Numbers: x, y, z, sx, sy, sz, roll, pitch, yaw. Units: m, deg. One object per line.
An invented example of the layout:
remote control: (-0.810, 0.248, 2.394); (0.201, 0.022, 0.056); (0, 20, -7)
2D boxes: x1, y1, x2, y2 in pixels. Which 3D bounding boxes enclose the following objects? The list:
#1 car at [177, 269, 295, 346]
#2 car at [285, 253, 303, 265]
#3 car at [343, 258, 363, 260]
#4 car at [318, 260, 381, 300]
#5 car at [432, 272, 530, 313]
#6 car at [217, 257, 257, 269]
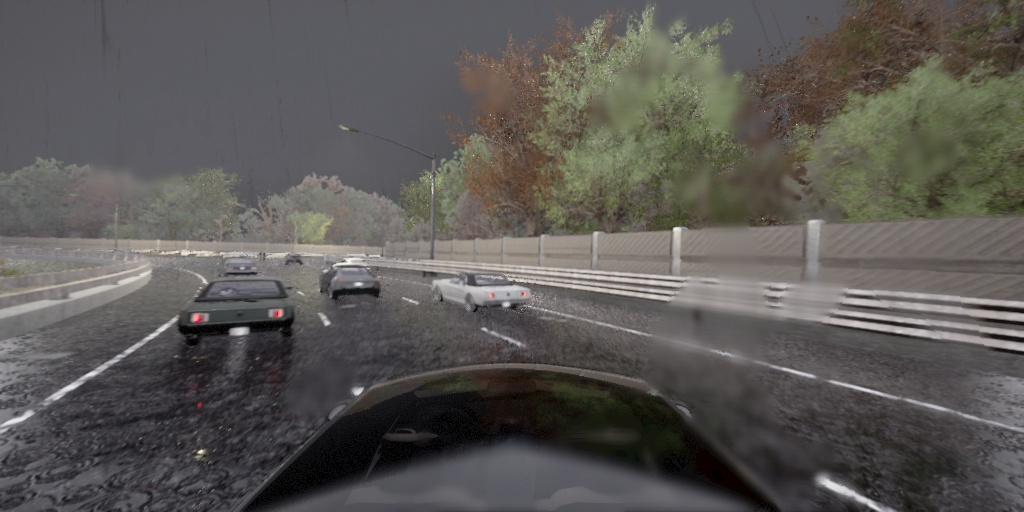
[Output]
car: (-6.587, 1.171, 8.969); (1.895, 1.301, 4.718); (1, 0, -33)
car: (-29.819, 0.372, 49.094); (1.837, 1.490, 4.892); (0, 1, -32)
car: (-12.596, 0.873, 28.221); (1.812, 1.442, 4.674); (1, 0, -40)
car: (-7.423, 1.081, 16.250); (1.994, 1.385, 4.181); (1, 0, -36)
car: (-1.392, 1.264, 13.628); (1.895, 1.301, 4.718); (1, 0, -33)
car: (-18.690, 0.777, 24.413); (2.033, 1.411, 5.357); (1, 0, -43)
